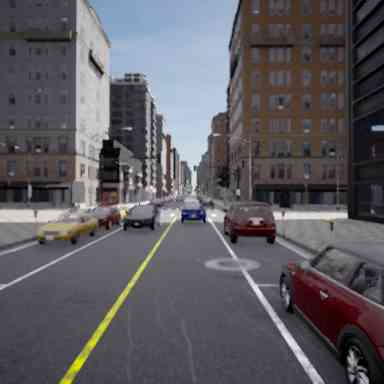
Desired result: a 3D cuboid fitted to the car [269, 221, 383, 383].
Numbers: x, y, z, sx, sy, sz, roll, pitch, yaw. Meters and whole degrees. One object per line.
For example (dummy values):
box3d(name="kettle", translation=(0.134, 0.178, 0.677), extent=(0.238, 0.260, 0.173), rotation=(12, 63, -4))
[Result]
box3d(name="car", translation=(2.678, 1.457, 5.015), extent=(1.967, 1.590, 4.097), rotation=(1, 0, 0))

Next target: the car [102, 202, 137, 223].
box3d(name="car", translation=(-5.843, 1.618, 27.354), extent=(1.752, 1.417, 4.829), rotation=(1, 0, 0))

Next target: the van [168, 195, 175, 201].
box3d(name="van", translation=(-5.824, 1.669, 94.254), extent=(1.690, 1.788, 3.998), rotation=(1, 0, 0))

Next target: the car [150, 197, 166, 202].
box3d(name="car", translation=(-5.836, 1.729, 54.543), extent=(1.887, 1.381, 4.507), rotation=(1, 0, 0))

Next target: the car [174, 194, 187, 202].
box3d(name="car", translation=(-2.978, 1.642, 83.738), extent=(2.097, 1.767, 4.553), rotation=(0, 0, 0))

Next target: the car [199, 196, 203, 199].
box3d(name="car", translation=(2.690, 1.785, 60.205), extent=(1.802, 1.307, 4.206), rotation=(1, 0, 0))

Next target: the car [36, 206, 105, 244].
box3d(name="car", translation=(-5.846, 1.580, 16.105), extent=(1.752, 1.417, 4.829), rotation=(1, 0, 0))

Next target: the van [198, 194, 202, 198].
box3d(name="van", translation=(2.696, 1.584, 71.553), extent=(1.690, 1.788, 3.998), rotation=(1, 0, 0))

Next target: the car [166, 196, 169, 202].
box3d(name="car", translation=(-5.835, 1.748, 60.216), extent=(1.887, 1.381, 4.507), rotation=(1, 0, 0))

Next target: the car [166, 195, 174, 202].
box3d(name="car", translation=(-5.826, 1.746, 88.580), extent=(1.967, 1.590, 4.097), rotation=(1, 0, 0))

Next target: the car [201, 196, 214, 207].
box3d(name="car", translation=(2.689, 1.766, 54.532), extent=(1.802, 1.307, 4.206), rotation=(1, 0, 0))

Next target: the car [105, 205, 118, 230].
box3d(name="car", translation=(-5.845, 1.619, 21.899), extent=(1.887, 1.381, 4.507), rotation=(1, 0, 0))

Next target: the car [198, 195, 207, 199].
box3d(name="car", translation=(2.692, 1.805, 65.878), extent=(1.802, 1.307, 4.206), rotation=(1, 0, 0))

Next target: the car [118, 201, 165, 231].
box3d(name="car", translation=(-3.078, 1.549, 21.132), extent=(1.882, 1.535, 5.008), rotation=(0, 0, 0))

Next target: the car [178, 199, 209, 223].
box3d(name="car", translation=(0.106, 1.566, 26.186), extent=(1.882, 1.535, 5.008), rotation=(0, 0, 0))

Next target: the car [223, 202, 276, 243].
box3d(name="car", translation=(2.682, 1.370, 16.264), extent=(2.192, 1.841, 5.009), rotation=(1, 0, 0))

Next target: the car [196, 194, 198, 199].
box3d(name="car", translation=(2.698, 1.579, 77.226), extent=(2.192, 1.841, 5.009), rotation=(1, 0, 0))

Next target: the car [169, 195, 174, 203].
box3d(name="car", translation=(-5.831, 1.846, 77.235), extent=(1.802, 1.307, 4.206), rotation=(1, 0, 0))
